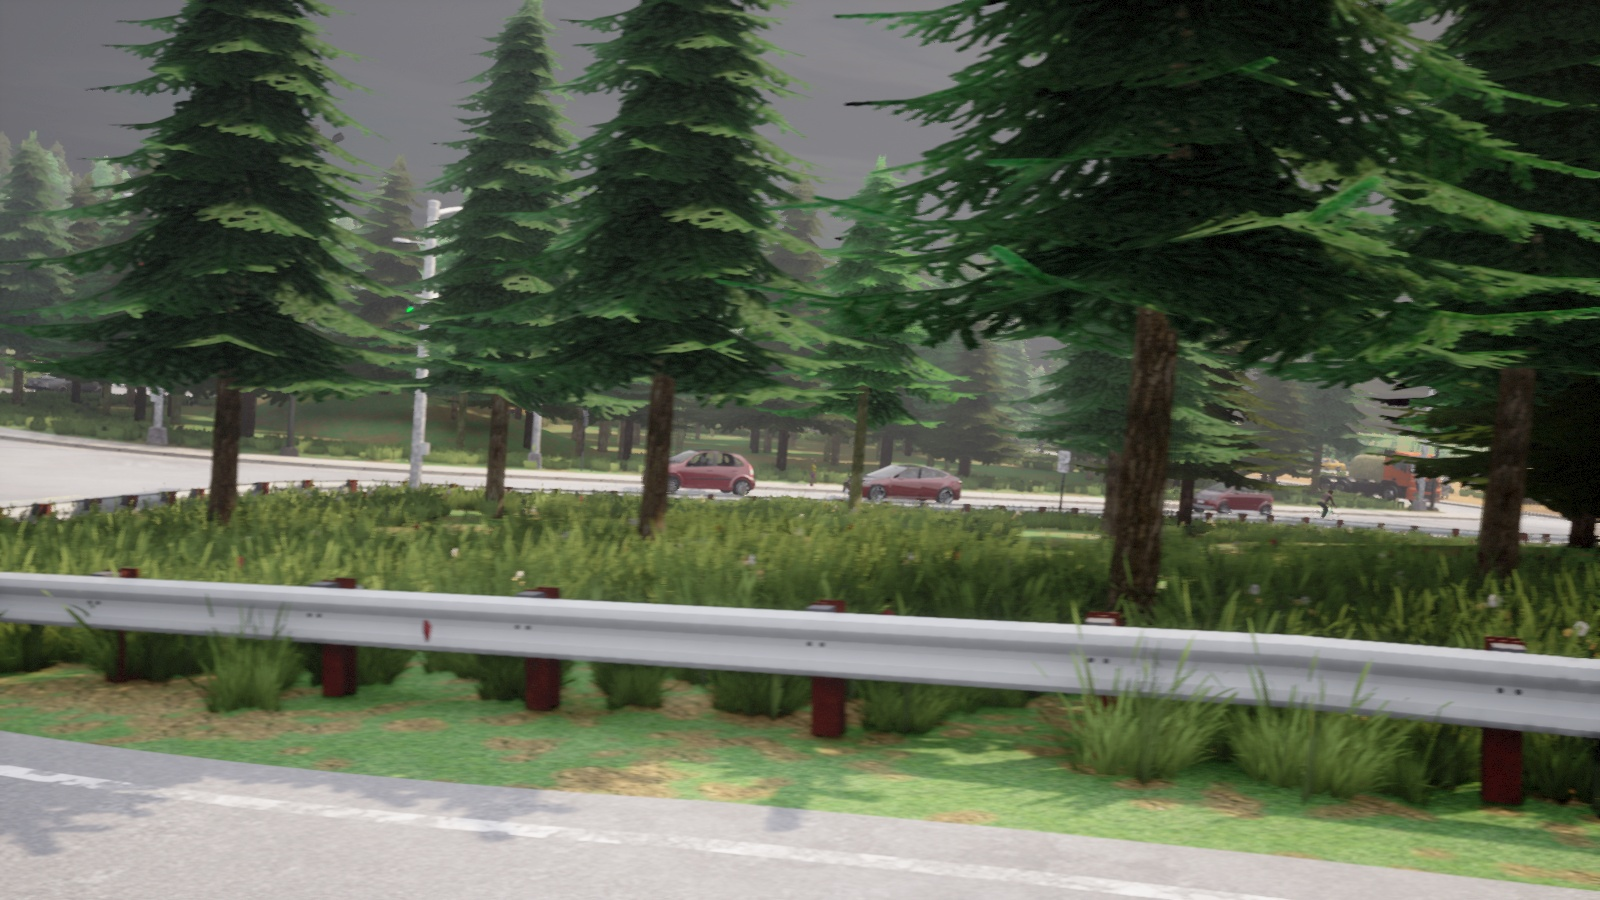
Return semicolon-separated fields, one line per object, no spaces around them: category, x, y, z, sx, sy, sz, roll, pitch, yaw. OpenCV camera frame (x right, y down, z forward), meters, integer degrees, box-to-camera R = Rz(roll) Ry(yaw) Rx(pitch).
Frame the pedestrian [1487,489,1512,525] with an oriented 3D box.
pedestrian;40.616;3.304;72.928;0.873;1.952;0.659;4;3;-17

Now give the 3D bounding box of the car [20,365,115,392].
car;-47.214;-4.602;81.057;2.033;1.411;5.357;6;3;15

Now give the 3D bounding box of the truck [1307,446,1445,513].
truck;37.648;1.841;82.396;2.891;3.462;7.936;4;3;-26

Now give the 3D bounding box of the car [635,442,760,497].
car;-3.716;0.693;45.329;3.988;1.617;1.851;4;3;-24

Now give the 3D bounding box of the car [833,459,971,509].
car;3.966;1.318;48.838;4.792;1.488;2.163;4;3;-25

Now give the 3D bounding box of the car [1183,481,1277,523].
car;19.220;2.321;56.138;3.705;1.549;1.789;4;3;-26
